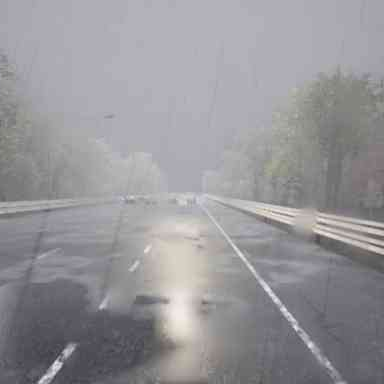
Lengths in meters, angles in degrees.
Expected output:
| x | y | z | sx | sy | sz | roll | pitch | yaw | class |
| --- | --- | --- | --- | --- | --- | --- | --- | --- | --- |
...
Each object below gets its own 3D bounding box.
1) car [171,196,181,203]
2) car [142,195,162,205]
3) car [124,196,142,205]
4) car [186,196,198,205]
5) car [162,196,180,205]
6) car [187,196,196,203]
| x | y | z | sx | sy | sz | roll | pitch | yaw | class |
| --- | --- | --- | --- | --- | --- | --- | --- | --- | --- |
| -3.510 | 1.619 | 71.894 | 1.895 | 1.301 | 4.718 | 0 | 0 | 0 | car |
| -7.010 | 1.606 | 58.590 | 1.994 | 1.385 | 4.181 | 0 | 0 | 0 | car |
| -10.509 | 1.518 | 58.173 | 1.882 | 1.535 | 5.008 | 0 | 0 | 0 | car |
| -0.009 | 1.592 | 58.174 | 2.033 | 1.411 | 5.357 | 0 | 0 | 0 | car |
| -3.509 | 1.528 | 58.173 | 2.128 | 1.511 | 4.902 | 0 | 0 | 0 | car |
| -0.011 | 1.621 | 71.948 | 1.895 | 1.301 | 4.718 | 0 | 0 | 0 | car |
